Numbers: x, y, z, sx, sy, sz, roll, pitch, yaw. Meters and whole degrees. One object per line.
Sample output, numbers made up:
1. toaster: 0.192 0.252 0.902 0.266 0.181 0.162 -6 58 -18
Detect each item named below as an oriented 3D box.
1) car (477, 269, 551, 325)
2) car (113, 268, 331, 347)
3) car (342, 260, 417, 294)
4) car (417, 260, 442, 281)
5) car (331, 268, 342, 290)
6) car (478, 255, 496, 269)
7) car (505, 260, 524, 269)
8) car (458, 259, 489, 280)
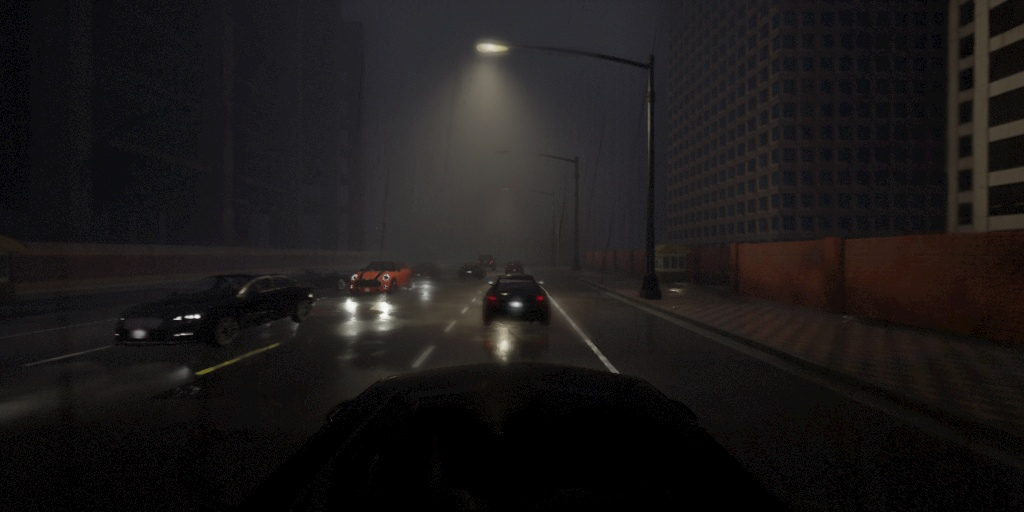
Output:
1. car: 0.132 1.287 11.701 1.994 1.385 4.181 0 0 0
2. car: -7.075 1.208 9.259 2.128 1.511 4.902 0 0 0
3. car: -6.938 1.041 19.435 2.097 1.767 4.553 0 0 0
4. car: -6.927 1.227 28.685 1.994 1.385 4.181 0 0 1
5. car: -10.447 1.286 18.689 1.895 1.301 4.718 0 0 0
6. car: -3.261 0.842 46.566 2.150 2.045 5.566 0 0 0
7. car: 0.231 1.179 37.276 1.812 1.442 4.674 0 0 0
8. car: -3.327 1.230 30.396 1.994 1.385 4.181 0 0 0
